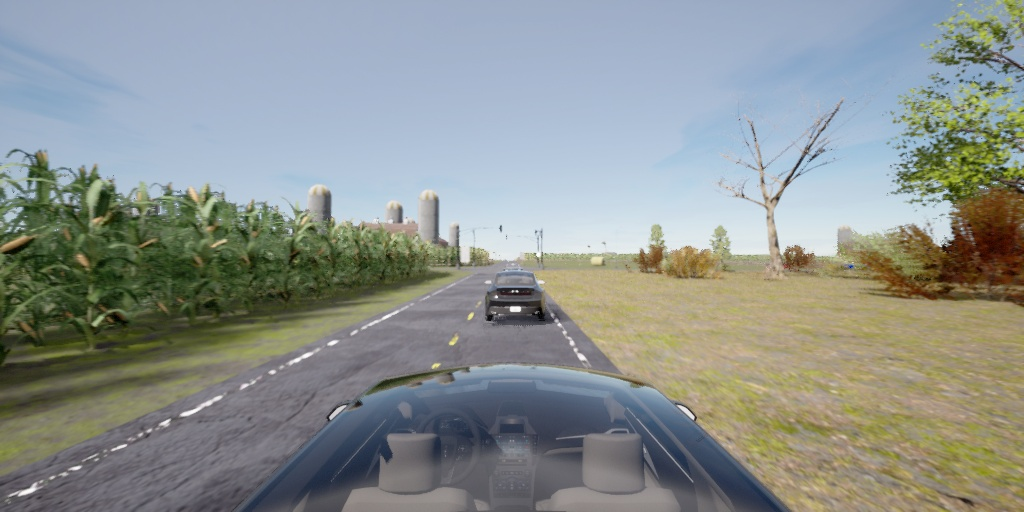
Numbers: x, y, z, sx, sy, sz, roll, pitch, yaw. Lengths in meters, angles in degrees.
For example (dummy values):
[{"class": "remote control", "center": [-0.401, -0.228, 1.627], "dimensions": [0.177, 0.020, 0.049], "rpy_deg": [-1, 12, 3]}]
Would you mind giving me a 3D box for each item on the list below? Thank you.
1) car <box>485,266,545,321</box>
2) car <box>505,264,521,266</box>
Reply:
[{"class": "car", "center": [0.100, 1.261, 12.562], "dimensions": [1.837, 1.490, 4.892], "rpy_deg": [0, 0, 0]}, {"class": "car", "center": [0.101, 1.380, 34.207], "dimensions": [1.895, 1.301, 4.718], "rpy_deg": [0, 0, 0]}]
